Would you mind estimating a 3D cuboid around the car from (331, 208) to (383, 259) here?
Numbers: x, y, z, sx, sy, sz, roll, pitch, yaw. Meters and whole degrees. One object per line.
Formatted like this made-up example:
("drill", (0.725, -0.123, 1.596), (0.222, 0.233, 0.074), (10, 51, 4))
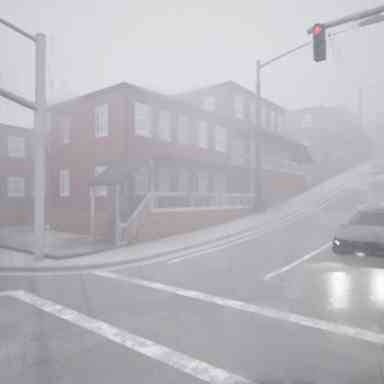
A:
("car", (6.764, 1.325, 12.114), (2.033, 1.411, 5.357), (-1, 3, 40))
